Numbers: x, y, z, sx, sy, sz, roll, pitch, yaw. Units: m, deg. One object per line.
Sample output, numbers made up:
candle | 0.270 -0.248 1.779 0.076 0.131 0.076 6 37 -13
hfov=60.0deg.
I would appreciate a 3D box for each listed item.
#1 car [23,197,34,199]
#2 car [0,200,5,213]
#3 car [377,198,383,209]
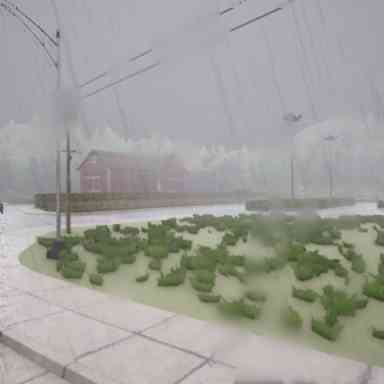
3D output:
car | -37.009 1.778 76.819 2.128 1.511 4.902 0 0 36
car | -21.853 1.553 36.673 1.882 1.535 5.008 0 0 -31
car | 26.151 1.506 44.653 1.882 1.535 5.008 0 0 35
